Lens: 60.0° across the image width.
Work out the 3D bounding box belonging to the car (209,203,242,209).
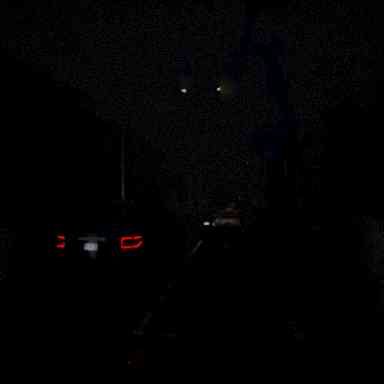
[{"bbox_3d":[2.122,1.580,18.935,1.752,1.417,4.829,0,0,7],"label":"car"}]

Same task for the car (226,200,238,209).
[{"bbox_3d":[6.375,1.881,52.542,1.802,1.307,4.206,0,0,7],"label":"car"}]

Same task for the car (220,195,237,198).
[{"bbox_3d":[4.950,1.524,41.285,2.192,1.841,5.009,0,0,7],"label":"car"}]

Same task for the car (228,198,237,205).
[{"bbox_3d":[8.512,1.990,69.430,1.887,1.381,4.507,0,-1,7],"label":"car"}]

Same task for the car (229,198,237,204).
[{"bbox_3d":[9.937,2.117,80.688,1.947,1.339,4.313,0,-1,7],"label":"car"}]

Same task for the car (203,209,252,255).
[{"bbox_3d":[1.388,1.570,13.136,2.008,1.369,4.403,0,0,7],"label":"car"}]

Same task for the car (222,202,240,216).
[{"bbox_3d":[4.237,1.749,35.654,1.802,1.307,4.206,0,0,7],"label":"car"}]

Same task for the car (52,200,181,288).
[{"bbox_3d":[-1.741,1.230,9.483,2.150,2.045,5.566,0,0,7],"label":"car"}]

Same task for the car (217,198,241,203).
[{"bbox_3d":[3.525,1.568,30.025,1.967,1.590,4.097,0,0,7],"label":"car"}]

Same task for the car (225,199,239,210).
[{"bbox_3d":[5.684,1.780,47.082,1.752,1.417,4.829,0,0,7],"label":"car"}]

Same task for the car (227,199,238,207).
[{"bbox_3d":[7.087,1.928,58.171,1.802,1.307,4.206,0,0,7],"label":"car"}]

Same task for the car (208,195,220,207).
[{"bbox_3d":[3.822,1.531,52.665,2.150,2.045,5.566,0,-1,7],"label":"car"}]
